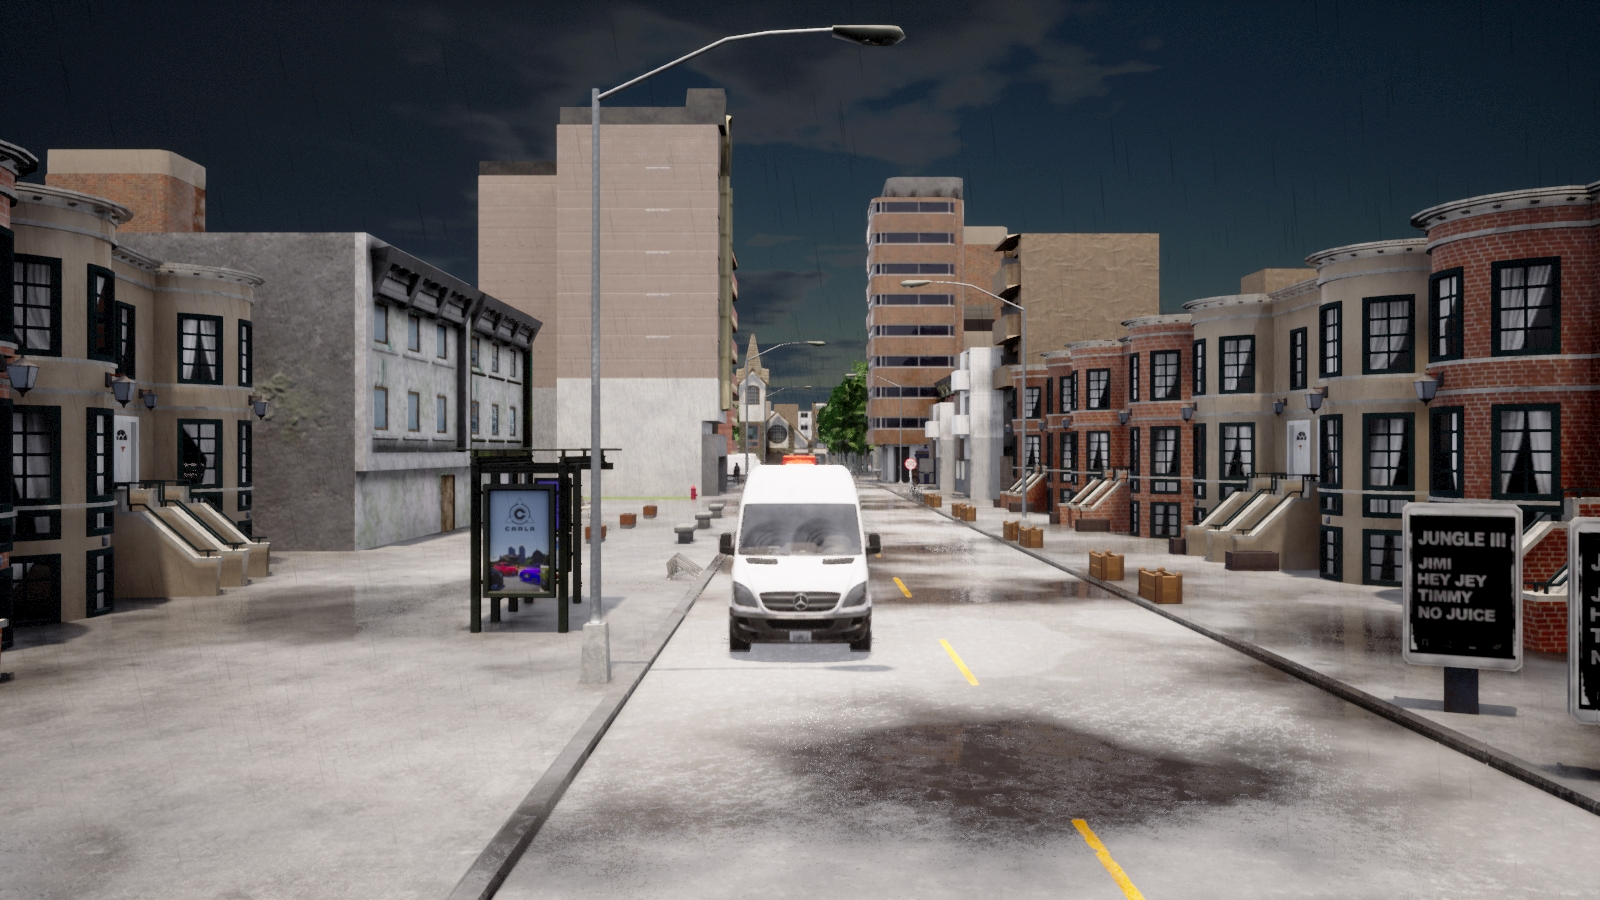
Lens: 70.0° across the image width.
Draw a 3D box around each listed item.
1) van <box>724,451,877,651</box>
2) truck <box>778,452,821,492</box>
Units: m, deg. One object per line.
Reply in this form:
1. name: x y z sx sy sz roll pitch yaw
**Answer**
1. van: 0.009 1.319 17.859 1.988 2.561 5.915 0 0 0
2. truck: -0.046 1.375 73.233 2.627 2.467 5.204 0 0 0
